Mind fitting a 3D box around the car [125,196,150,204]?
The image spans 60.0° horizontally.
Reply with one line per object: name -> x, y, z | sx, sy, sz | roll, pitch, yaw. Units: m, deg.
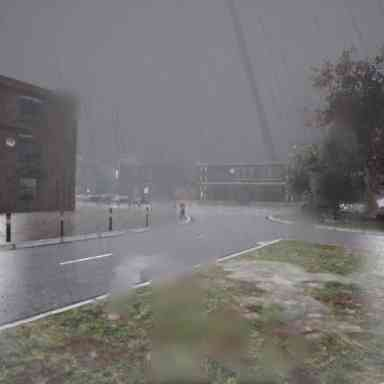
car -> -10.319, 1.762, 66.228 | 2.163, 1.488, 4.792 | 1, -1, 31

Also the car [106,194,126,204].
car -> -14.933, 1.512, 69.095 | 2.185, 1.767, 4.553 | 1, -1, 31

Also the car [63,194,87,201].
car -> -26.840, 1.327, 76.271 | 2.231, 1.521, 4.892 | 2, 0, 31

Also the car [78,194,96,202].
car -> -22.070, 1.332, 73.415 | 2.185, 1.767, 4.553 | 2, 0, 31

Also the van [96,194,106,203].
van -> -17.494, 1.351, 70.475 | 1.878, 1.987, 4.442 | 1, -1, 31

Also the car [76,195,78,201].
car -> -24.576, 1.388, 74.886 | 2.097, 1.535, 5.008 | 2, 0, 31

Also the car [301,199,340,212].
car -> 18.404, 1.953, 47.717 | 5.566, 2.045, 2.150 | 1, -1, -16
